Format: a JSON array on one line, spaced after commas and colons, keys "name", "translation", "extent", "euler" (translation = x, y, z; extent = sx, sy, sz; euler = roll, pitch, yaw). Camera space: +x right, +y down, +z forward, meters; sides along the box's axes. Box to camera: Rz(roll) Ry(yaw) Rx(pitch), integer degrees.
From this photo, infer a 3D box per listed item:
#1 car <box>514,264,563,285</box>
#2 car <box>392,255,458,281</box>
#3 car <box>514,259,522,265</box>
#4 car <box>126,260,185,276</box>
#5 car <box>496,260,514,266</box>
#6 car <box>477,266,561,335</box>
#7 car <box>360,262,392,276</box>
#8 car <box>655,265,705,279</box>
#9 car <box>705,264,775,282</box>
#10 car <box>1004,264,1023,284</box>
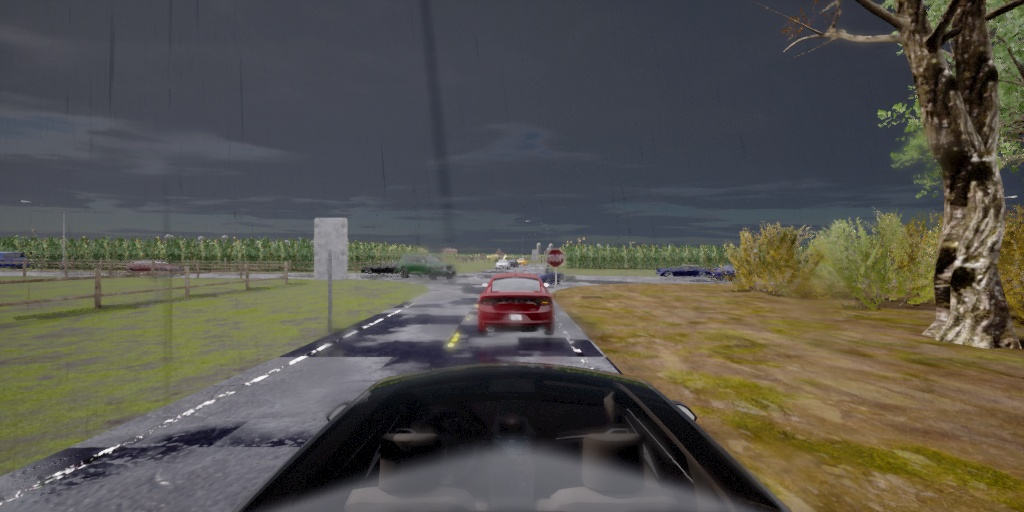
[{"name": "car", "translation": [1.935, 1.355, 23.542], "extent": [1.895, 1.301, 4.718], "euler": [0, 0, 23]}, {"name": "car", "translation": [-6.997, 0.928, 29.533], "extent": [5.566, 2.045, 2.150], "euler": [0, -1, 36]}, {"name": "car", "translation": [0.002, 1.330, 63.592], "extent": [2.033, 1.411, 5.357], "euler": [0, 0, 9]}, {"name": "car", "translation": [-32.646, 1.054, 32.923], "extent": [4.674, 1.442, 1.812], "euler": [0, 0, 3]}, {"name": "car", "translation": [-1.317, 1.298, 53.997], "extent": [1.812, 1.442, 4.674], "euler": [0, 0, 6]}, {"name": "car", "translation": [0.105, 1.228, 10.499], "extent": [1.882, 1.535, 5.008], "euler": [0, 0, 0]}, {"name": "car", "translation": [-12.438, 1.284, 35.682], "extent": [4.718, 1.301, 1.895], "euler": [0, 0, 3]}, {"name": "car", "translation": [16.053, 1.470, 33.662], "extent": [4.718, 1.301, 1.895], "euler": [0, 0, 6]}, {"name": "car", "translation": [19.013, 1.403, 29.644], "extent": [4.674, 1.442, 1.812], "euler": [0, 0, 5]}, {"name": "car", "translation": [40.712, 1.532, 27.337], "extent": [4.674, 1.442, 1.812], "euler": [0, 0, 7]}]
